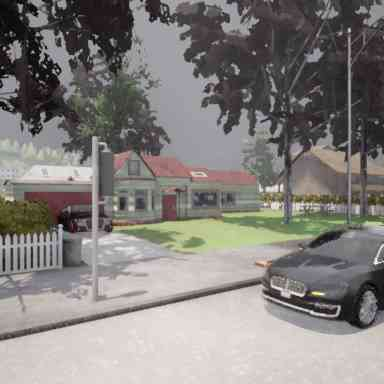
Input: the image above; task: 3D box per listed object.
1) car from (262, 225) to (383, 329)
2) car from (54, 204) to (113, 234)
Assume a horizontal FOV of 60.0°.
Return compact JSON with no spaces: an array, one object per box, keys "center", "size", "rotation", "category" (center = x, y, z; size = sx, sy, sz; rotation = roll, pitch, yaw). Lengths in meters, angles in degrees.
[{"center":[3.604,1.505,7.026],"size":[4.892,1.490,1.837],"rotation":[0,0,-34],"category":"car"},{"center":[-5.461,1.300,16.571],"size":[1.994,1.381,4.181],"rotation":[0,0,-34],"category":"car"}]
